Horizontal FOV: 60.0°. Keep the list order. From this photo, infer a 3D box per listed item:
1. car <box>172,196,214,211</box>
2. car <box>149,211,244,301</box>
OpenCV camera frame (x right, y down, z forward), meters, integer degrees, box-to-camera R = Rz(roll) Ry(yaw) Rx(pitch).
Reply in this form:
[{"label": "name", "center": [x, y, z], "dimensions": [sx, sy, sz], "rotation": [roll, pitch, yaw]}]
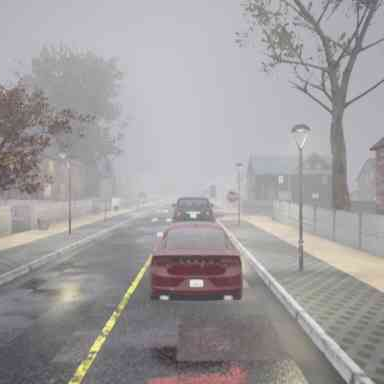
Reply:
[{"label": "car", "center": [0.059, 1.222, 18.474], "dimensions": [2.150, 2.045, 5.566], "rotation": [0, 0, 0]}, {"label": "car", "center": [0.079, 1.475, 8.394], "dimensions": [1.882, 1.535, 5.008], "rotation": [0, 0, 0]}]
